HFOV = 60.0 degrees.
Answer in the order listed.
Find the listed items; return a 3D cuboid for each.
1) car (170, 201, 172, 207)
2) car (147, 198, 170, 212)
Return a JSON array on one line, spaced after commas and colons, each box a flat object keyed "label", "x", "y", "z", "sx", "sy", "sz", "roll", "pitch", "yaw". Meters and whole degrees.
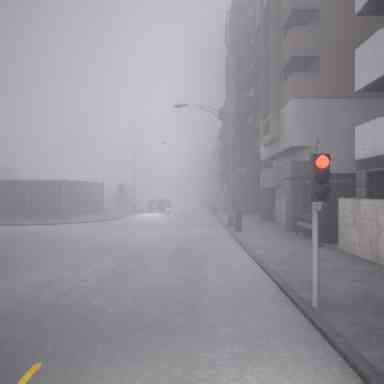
[{"label": "car", "x": -4.104, "y": 1.564, "z": 49.288, "sx": 1.994, "sy": 1.385, "sz": 4.181, "roll": 0, "pitch": 0, "yaw": 0}, {"label": "car", "x": -4.122, "y": 1.491, "z": 39.268, "sx": 2.128, "sy": 1.511, "sz": 4.902, "roll": 0, "pitch": 0, "yaw": 0}]
